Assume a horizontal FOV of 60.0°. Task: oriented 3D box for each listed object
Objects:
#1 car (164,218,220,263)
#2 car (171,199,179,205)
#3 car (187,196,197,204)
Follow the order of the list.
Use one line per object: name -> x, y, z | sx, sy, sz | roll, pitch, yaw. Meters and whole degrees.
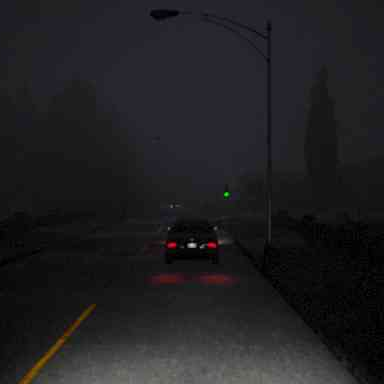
car -> 0.008, 1.677, 12.507 | 2.033, 1.411, 5.357 | 0, -1, 0
car -> -4.003, 2.400, 78.318 | 1.895, 1.301, 4.718 | 0, -1, 0
car -> -0.003, 2.096, 85.654 | 2.150, 2.045, 5.566 | 0, -1, 0
